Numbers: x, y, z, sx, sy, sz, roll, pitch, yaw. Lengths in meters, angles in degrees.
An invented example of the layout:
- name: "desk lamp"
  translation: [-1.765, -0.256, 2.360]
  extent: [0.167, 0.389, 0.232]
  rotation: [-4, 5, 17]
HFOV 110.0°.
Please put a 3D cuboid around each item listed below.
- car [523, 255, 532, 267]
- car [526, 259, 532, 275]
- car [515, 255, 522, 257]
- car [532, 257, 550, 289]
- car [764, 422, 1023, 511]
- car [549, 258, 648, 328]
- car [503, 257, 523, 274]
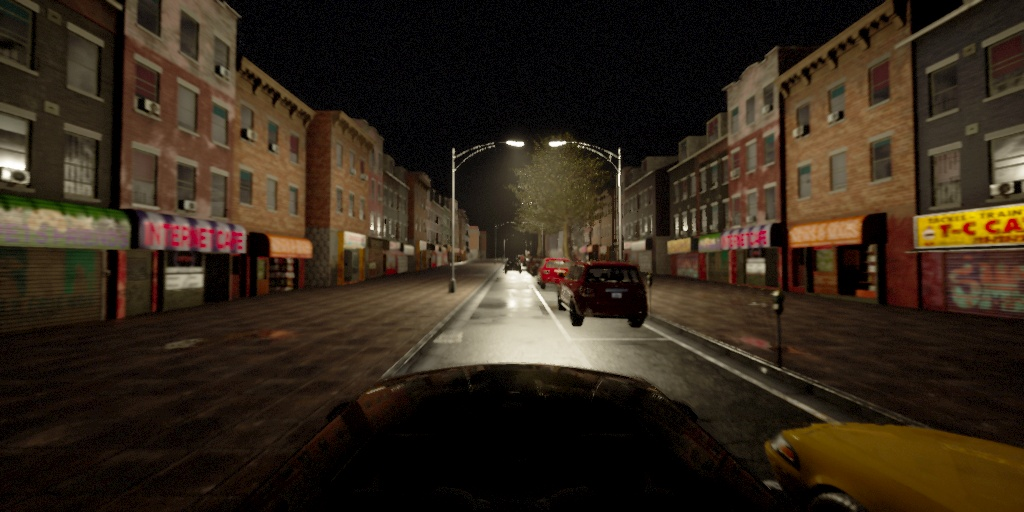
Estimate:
- name: "car"
  translation: [2.645, 0.972, 39.298]
  extent: [2.192, 1.841, 5.009]
  rotation: [0, 0, 0]
- name: "car"
  translation: [2.645, 1.258, 33.738]
  extent: [1.948, 1.339, 4.313]
  rotation: [0, 0, 0]
- name: "car"
  translation: [0.107, 1.036, 54.393]
  extent: [1.837, 1.490, 4.892]
  rotation: [0, 1, 0]
- name: "car"
  translation: [2.643, 1.060, 22.623]
  extent: [2.192, 1.841, 5.009]
  rotation: [0, 0, 0]
- name: "car"
  translation: [2.639, 1.270, 0.547]
  extent: [1.751, 1.417, 4.829]
  rotation: [0, 0, 0]
- name: "car"
  translation: [2.641, 1.084, 11.500]
  extent: [2.192, 1.841, 5.009]
  rotation: [0, 0, 0]
- name: "car"
  translation: [0.105, 1.141, 40.082]
  extent: [2.128, 1.511, 4.902]
  rotation: [0, 0, 0]
